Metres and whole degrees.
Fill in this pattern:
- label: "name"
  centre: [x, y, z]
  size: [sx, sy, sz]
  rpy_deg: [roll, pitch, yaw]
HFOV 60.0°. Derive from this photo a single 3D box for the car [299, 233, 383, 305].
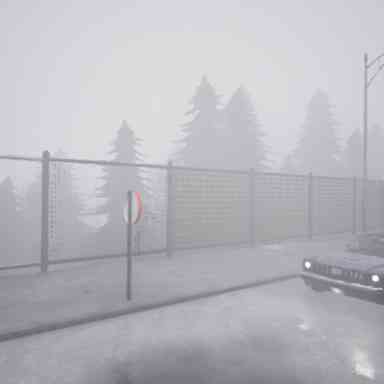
- label: "car"
  centre: [4.706, 1.709, 8.011]
  size: [4.718, 1.301, 1.895]
  rpy_deg: [1, -1, -36]
